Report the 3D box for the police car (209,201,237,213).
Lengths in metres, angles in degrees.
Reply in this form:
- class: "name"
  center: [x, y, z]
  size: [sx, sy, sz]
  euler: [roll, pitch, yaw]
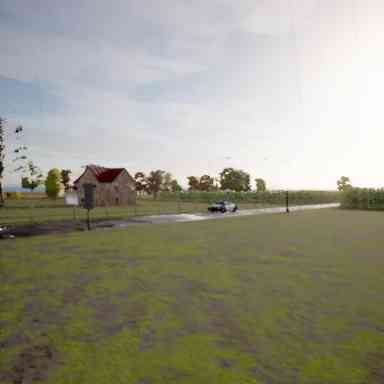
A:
- class: "police car"
  center: [4.159, 2.008, 44.657]
  size: [2.038, 1.542, 4.974]
  euler: [1, 0, 35]
